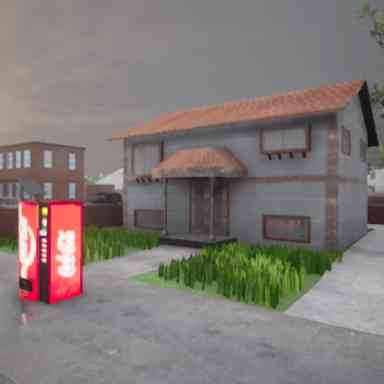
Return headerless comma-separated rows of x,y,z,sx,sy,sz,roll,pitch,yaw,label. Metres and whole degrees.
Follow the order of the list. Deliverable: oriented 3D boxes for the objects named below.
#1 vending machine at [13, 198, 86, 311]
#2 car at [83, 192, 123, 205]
-2.937,1.179,6.923,0.880,2.100,1.100,0,0,35,vending machine
-6.420,0.924,23.156,3.866,1.878,1.905,0,0,35,car
